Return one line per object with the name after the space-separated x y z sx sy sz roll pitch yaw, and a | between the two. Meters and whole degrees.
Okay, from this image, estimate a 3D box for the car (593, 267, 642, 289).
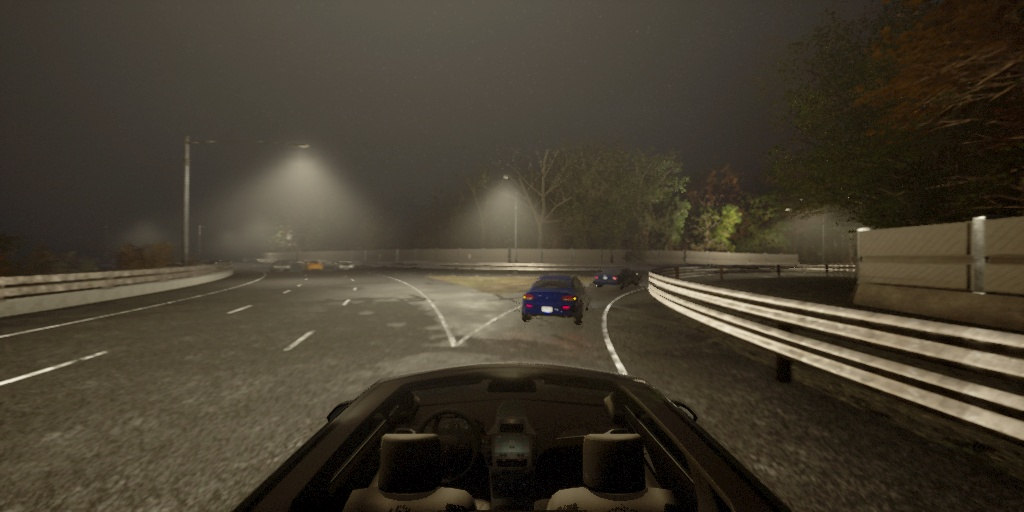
7.356 1.462 24.691 2.033 1.411 5.357 0 0 36 | car

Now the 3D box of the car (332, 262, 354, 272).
-22.979 1.440 48.633 1.895 1.301 4.718 1 0 -37 | car

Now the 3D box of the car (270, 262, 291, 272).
-29.662 1.382 45.825 1.895 1.301 4.718 1 0 -39 | car

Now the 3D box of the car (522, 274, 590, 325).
1.598 1.340 12.239 1.812 1.442 4.674 0 0 15 | car

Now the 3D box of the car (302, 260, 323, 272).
-26.187 1.288 47.004 1.882 1.535 5.008 1 0 -38 | car
